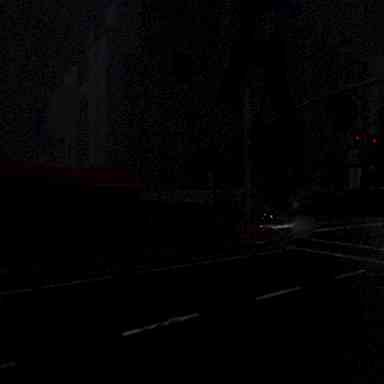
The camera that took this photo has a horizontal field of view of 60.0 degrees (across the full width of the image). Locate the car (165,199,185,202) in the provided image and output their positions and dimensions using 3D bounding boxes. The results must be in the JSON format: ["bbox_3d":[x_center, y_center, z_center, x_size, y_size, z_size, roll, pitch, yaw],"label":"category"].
[{"bbox_3d":[-1.527,1.425,32.476,1.882,1.535,5.008,0,0,-36],"label":"car"}]

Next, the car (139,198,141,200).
[{"bbox_3d":[-9.621,1.171,49.640,2.150,2.045,5.566,0,0,-36],"label":"car"}]

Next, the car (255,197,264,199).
[{"bbox_3d":[3.981,1.453,30.840,1.837,1.490,4.892,0,0,-36],"label":"car"}]

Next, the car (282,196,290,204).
[{"bbox_3d":[14.421,1.121,55.838,1.905,1.878,3.866,0,0,-36],"label":"car"}]

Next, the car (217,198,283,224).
[{"bbox_3d":[4.041,1.452,24.781,1.837,1.490,4.892,0,0,-36],"label":"car"}]

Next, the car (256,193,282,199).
[{"bbox_3d":[12.029,1.120,54.126,1.905,1.878,3.866,0,0,-36],"label":"car"}]
